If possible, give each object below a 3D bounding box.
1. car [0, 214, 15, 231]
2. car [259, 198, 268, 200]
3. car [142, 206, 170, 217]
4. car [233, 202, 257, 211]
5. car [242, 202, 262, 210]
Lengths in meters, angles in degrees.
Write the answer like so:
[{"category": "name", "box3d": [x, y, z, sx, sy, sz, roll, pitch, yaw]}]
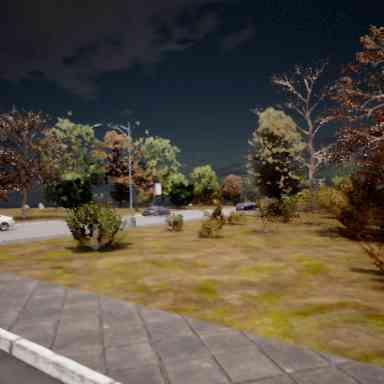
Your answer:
[{"category": "car", "box3d": [-16.117, 2.384, 25.569, 1.812, 1.442, 4.674, -3, -2, 34]}, {"category": "car", "box3d": [13.261, 2.002, 58.384, 2.150, 2.045, 5.566, -3, -2, 33]}, {"category": "car", "box3d": [-4.685, 2.491, 43.343, 1.994, 1.385, 4.181, -3, -2, 32]}, {"category": "car", "box3d": [7.924, 2.290, 49.919, 1.895, 1.301, 4.718, -3, -2, 32]}, {"category": "car", "box3d": [11.059, 2.552, 61.391, 1.895, 1.301, 4.718, -3, -2, 33]}]
